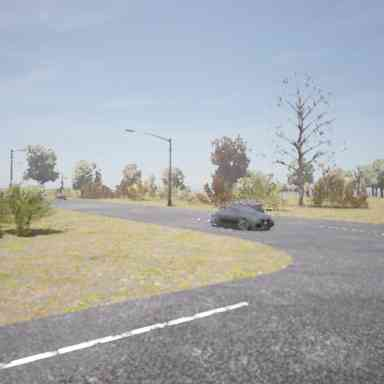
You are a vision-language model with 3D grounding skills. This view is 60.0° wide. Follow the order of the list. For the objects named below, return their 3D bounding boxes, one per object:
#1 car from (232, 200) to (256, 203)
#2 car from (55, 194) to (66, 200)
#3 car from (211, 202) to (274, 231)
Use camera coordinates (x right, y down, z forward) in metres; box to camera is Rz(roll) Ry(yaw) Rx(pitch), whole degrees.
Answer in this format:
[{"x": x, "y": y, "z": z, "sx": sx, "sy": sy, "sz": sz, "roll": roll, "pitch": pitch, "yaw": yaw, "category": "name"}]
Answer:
[{"x": 4.427, "y": 1.486, "z": 30.682, "sx": 2.128, "sy": 1.511, "sz": 4.902, "roll": 0, "pitch": 0, "yaw": -37, "category": "car"}, {"x": -31.497, "y": 1.176, "z": 79.200, "sx": 1.812, "sy": 1.442, "sz": 4.674, "roll": 0, "pitch": 0, "yaw": -37, "category": "car"}, {"x": 3.064, "y": 1.576, "z": 20.765, "sx": 1.994, "sy": 1.385, "sz": 4.181, "roll": 0, "pitch": 0, "yaw": -37, "category": "car"}]
